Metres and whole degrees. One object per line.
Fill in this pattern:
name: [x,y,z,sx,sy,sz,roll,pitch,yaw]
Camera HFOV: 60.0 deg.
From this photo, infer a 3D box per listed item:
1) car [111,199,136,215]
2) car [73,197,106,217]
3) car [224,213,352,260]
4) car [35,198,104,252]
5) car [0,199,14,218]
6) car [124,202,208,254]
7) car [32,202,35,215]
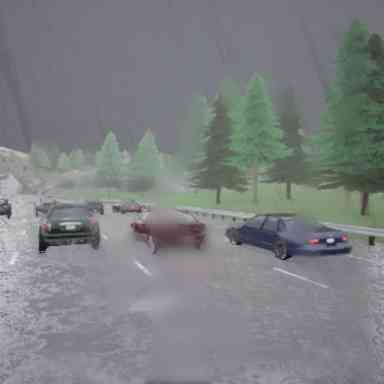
car: [-6.281,1.340,31.665,1.994,1.385,4.181,0,0,-29]
car: [-9.295,1.284,29.911,1.837,1.490,4.892,0,0,-28]
car: [3.144,1.476,12.204,2.033,1.411,5.357,0,0,-23]
car: [-5.165,1.249,13.726,2.097,1.767,4.553,0,1,-24]
car: [-15.506,1.276,26.662,2.128,1.511,4.902,0,0,-29]
car: [-1.112,1.388,13.229,1.882,1.535,5.008,0,1,-23]
car: [-12.337,1.274,28.175,2.128,1.511,4.902,0,0,-28]
